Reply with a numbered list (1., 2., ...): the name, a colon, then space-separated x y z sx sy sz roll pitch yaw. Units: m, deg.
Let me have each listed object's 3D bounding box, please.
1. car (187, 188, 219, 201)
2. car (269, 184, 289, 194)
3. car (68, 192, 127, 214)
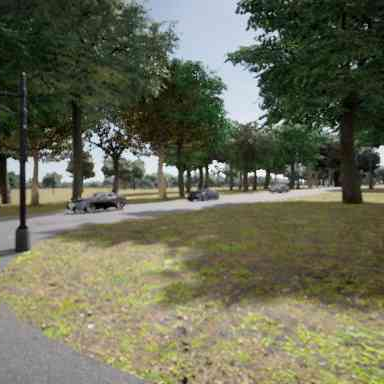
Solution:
1. car: 1.272 0.289 36.991 1.994 1.385 4.181 -1 2 38
2. car: 13.997 -0.551 53.394 2.128 1.511 4.902 -1 2 38
3. car: -7.246 0.771 25.791 2.128 1.511 4.902 -1 2 35
